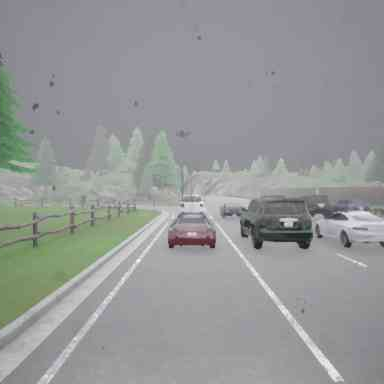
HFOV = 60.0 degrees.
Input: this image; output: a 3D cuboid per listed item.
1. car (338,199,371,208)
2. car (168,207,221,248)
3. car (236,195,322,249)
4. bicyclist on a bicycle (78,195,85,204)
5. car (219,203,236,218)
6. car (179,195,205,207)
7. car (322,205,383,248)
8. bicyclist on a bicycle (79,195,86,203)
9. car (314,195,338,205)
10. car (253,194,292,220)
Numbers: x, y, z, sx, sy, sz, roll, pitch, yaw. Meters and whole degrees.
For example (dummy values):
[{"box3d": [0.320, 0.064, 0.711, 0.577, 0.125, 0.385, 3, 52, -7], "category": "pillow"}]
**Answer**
[{"box3d": [14.000, 1.365, 29.640, 2.097, 1.767, 4.553, 0, 0, 0], "category": "car"}, {"box3d": [0.000, 1.571, 14.670, 1.994, 1.385, 4.181, 0, 0, 0], "category": "car"}, {"box3d": [3.500, 1.257, 14.700, 2.150, 2.045, 5.566, 0, 0, 0], "category": "car"}, {"box3d": [-20.275, 1.312, 61.040, 0.582, 1.620, 1.656, 0, 0, 7], "category": "bicyclist on a bicycle"}, {"box3d": [3.500, 1.615, 29.700, 1.895, 1.301, 4.718, 0, 0, 0], "category": "car"}, {"box3d": [0.000, 1.257, 29.700, 2.150, 2.045, 5.566, 0, 0, 0], "category": "car"}, {"box3d": [7.000, 1.532, 14.670, 1.812, 1.442, 4.674, 0, 0, 0], "category": "car"}, {"box3d": [-19.788, 1.299, 60.975, 0.582, 1.620, 1.656, 0, 0, 8], "category": "bicyclist on a bicycle"}, {"box3d": [10.500, 1.257, 29.700, 2.150, 2.045, 5.566, 0, 0, 0], "category": "car"}, {"box3d": [7.000, 1.257, 29.700, 2.150, 2.045, 5.566, 0, 0, 0], "category": "car"}]
